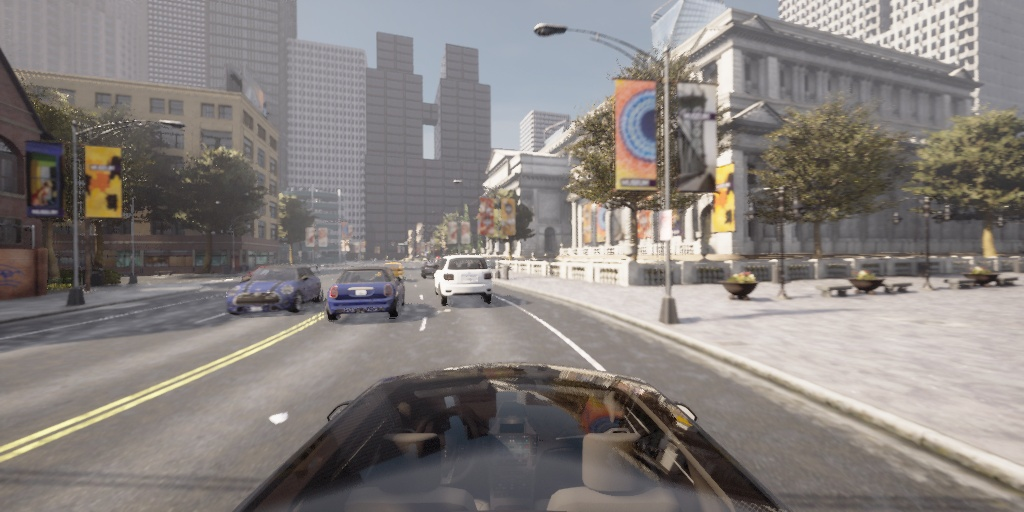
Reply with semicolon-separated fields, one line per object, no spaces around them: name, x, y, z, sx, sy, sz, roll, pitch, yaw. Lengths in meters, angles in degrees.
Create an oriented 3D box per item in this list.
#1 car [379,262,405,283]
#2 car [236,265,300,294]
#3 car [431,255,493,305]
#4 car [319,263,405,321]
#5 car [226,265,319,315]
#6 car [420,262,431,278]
car;-10.133;1.311;30.445;1.882;1.535;5.008;-1;0;-17
car;-15.126;1.363;22.575;1.882;1.535;5.008;-1;0;-17
car;-2.374;0.989;16.649;2.150;2.045;5.566;0;0;-15
car;-5.099;1.145;13.037;2.097;1.767;4.553;-1;0;-13
car;-9.073;1.180;14.102;2.097;1.767;4.553;-1;0;-15
car;-7.746;1.302;34.580;2.128;1.511;4.902;-1;0;-17
